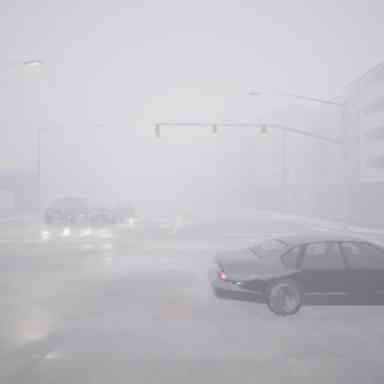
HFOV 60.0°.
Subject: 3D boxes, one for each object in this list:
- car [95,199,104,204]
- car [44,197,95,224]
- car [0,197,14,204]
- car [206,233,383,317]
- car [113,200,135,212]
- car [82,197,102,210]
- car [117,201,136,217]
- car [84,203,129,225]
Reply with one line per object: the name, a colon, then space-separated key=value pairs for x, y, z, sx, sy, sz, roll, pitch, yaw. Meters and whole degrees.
car: x=-10.772 y=1.863 z=38.277 sx=2.033 sy=1.411 sz=5.357 roll=0 pitch=0 yaw=-9
car: x=-10.115 y=1.461 z=27.446 sx=2.150 sy=2.045 sz=5.566 roll=0 pitch=0 yaw=-1
car: x=-45.267 y=1.962 z=82.052 sx=4.553 sy=1.767 sz=2.097 roll=0 pitch=0 yaw=0
car: x=3.007 y=1.614 z=7.045 sx=5.357 sy=1.411 sz=2.033 roll=0 pitch=-1 yaw=-1
car: x=-9.696 y=1.926 z=47.224 sx=2.033 sy=1.411 sz=5.357 roll=0 pitch=0 yaw=-22
car: x=-15.465 y=1.756 z=51.242 sx=2.097 sy=1.767 sz=4.553 roll=0 pitch=0 yaw=-30
car: x=-7.012 y=1.774 z=35.346 sx=1.882 sy=1.535 sz=5.008 roll=0 pitch=0 yaw=-6
car: x=-6.597 y=1.833 z=26.174 sx=1.895 sy=1.301 sz=4.718 roll=0 pitch=0 yaw=1
